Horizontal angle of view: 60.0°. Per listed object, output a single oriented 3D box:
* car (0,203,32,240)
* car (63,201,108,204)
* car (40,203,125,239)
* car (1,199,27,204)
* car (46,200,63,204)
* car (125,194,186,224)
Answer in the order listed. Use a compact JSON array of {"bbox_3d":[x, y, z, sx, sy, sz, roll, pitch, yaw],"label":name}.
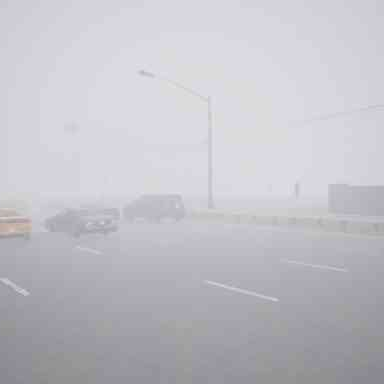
[{"bbox_3d":[-9.357,1.489,15.970,1.882,1.535,5.008,-1,0,-44],"label":"car"},{"bbox_3d":[-7.042,1.443,23.675,1.882,1.535,5.008,-1,0,-44],"label":"car"},{"bbox_3d":[-5.973,1.527,17.494,2.033,1.411,5.357,-1,0,-44],"label":"car"},{"bbox_3d":[-20.198,1.496,37.438,1.882,1.535,5.008,-1,0,-44],"label":"car"},{"bbox_3d":[-15.561,1.582,37.649,1.895,1.301,4.718,-1,0,-44],"label":"car"},{"bbox_3d":[-2.836,1.152,24.338,2.150,2.045,5.566,-1,0,-44],"label":"car"}]
